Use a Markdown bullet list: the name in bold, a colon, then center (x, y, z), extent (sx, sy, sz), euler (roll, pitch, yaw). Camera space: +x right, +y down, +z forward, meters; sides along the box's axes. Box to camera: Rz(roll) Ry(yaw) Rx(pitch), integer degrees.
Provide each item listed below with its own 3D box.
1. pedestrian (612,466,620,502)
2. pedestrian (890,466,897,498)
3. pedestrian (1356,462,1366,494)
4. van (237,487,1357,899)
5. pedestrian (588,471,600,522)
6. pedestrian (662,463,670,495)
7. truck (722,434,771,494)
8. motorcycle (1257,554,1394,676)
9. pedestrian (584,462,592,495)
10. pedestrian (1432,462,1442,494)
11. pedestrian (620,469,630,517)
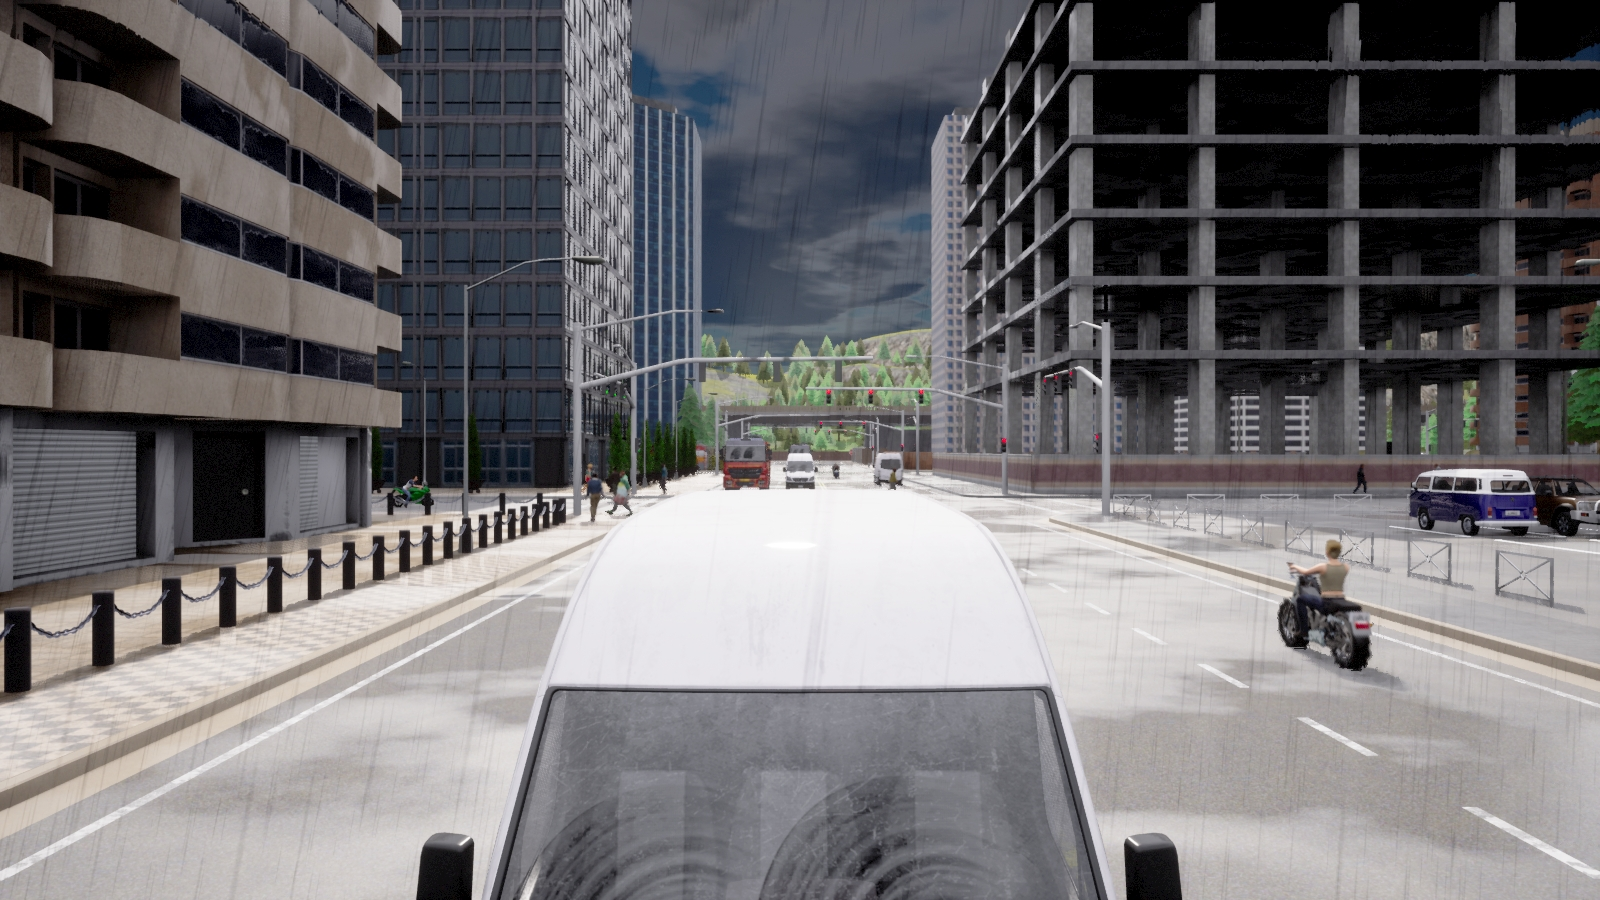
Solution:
- **pedestrian**: center (-9.655, 1.793, 59.912), extent (0.375, 1.860, 0.375), euler (0, 0, -19)
- **pedestrian**: center (5.453, 1.846, 66.810), extent (0.375, 1.860, 0.375), euler (0, 0, -3)
- **pedestrian**: center (32.702, 1.641, 66.615), extent (0.375, 1.860, 0.375), euler (0, 0, 1)
- **van**: center (-0.002, 1.534, 4.985), extent (1.988, 2.561, 5.915), euler (0, 0, 0)
- **pedestrian**: center (-7.544, 1.697, 41.858), extent (0.375, 1.860, 0.375), euler (0, 0, -4)
- **pedestrian**: center (-7.777, 1.676, 66.307), extent (0.375, 1.860, 0.375), euler (0, 0, -25)
- **truck**: center (-3.496, 0.891, 77.013), extent (2.891, 3.827, 8.468), euler (0, 0, 0)
- **motorcycle**: center (6.992, 2.155, 15.351), extent (0.764, 1.307, 2.356), euler (0, 0, 0)
- **pedestrian**: center (-12.054, 1.641, 64.944), extent (0.375, 1.860, 0.375), euler (0, 0, -20)
- **pedestrian**: center (37.221, 1.642, 66.723), extent (0.375, 1.860, 0.375), euler (0, 0, 1)
- **pedestrian**: center (-6.926, 1.696, 45.158), extent (0.375, 1.860, 0.375), euler (0, 0, -13)
